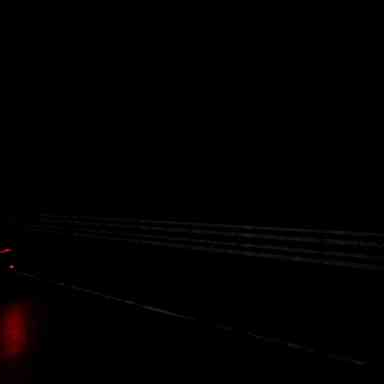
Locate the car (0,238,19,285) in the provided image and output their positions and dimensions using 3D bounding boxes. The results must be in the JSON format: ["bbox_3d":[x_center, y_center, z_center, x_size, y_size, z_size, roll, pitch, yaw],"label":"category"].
[{"bbox_3d":[-6.380,1.595,8.635,4.902,1.511,2.128,-1,0,37],"label":"car"}]
